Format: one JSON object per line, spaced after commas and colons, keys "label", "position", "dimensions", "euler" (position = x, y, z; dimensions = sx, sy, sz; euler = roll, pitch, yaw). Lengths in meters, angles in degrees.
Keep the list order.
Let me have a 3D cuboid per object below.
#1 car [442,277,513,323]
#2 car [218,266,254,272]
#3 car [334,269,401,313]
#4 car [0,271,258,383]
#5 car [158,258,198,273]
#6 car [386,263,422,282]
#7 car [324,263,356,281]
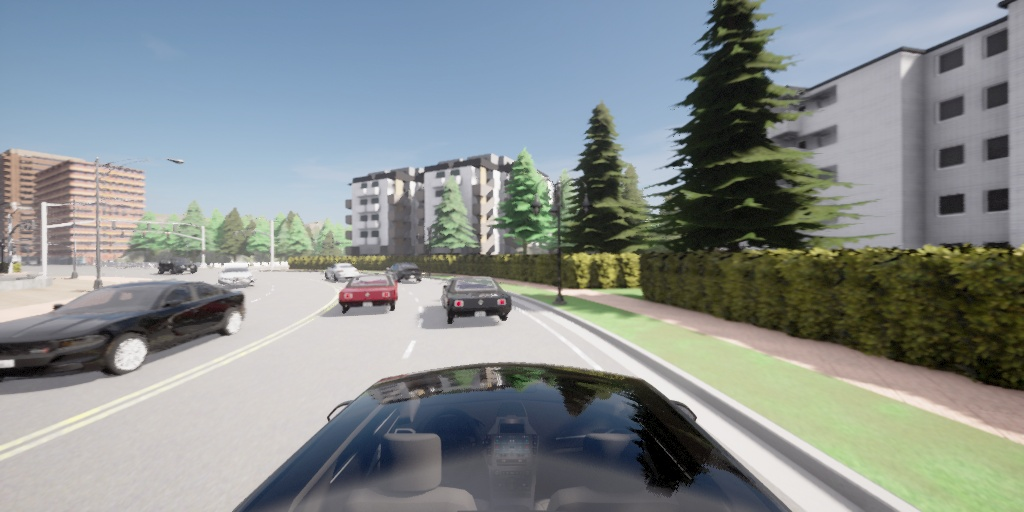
{"label": "car", "position": [-1.386, 1.345, 12.239], "dimensions": [1.895, 1.301, 4.718], "euler": [0, 0, -13]}
{"label": "car", "position": [-19.026, 1.393, 24.753], "dimensions": [1.812, 1.442, 4.674], "euler": [0, 0, -39]}
{"label": "car", "position": [-5.591, 1.375, 14.430], "dimensions": [1.895, 1.301, 4.718], "euler": [0, 0, -17]}
{"label": "car", "position": [-7.787, 1.282, 7.619], "dimensions": [1.882, 1.535, 5.008], "euler": [0, 0, -11]}
{"label": "car", "position": [-41.144, 1.242, 44.091], "dimensions": [5.566, 2.045, 2.150], "euler": [-1, 0, 26]}
{"label": "car", "position": [-8.693, 1.282, 28.538], "dimensions": [1.837, 1.490, 4.892], "euler": [0, 0, -33]}
{"label": "car", "position": [-14.442, 1.346, 30.407], "dimensions": [1.812, 1.442, 4.674], "euler": [0, 0, -39]}
